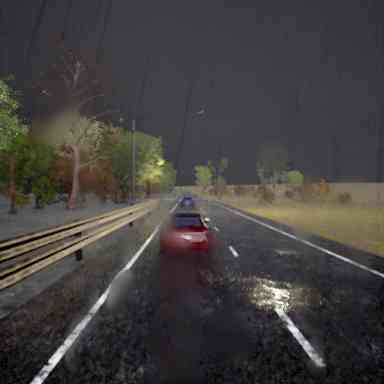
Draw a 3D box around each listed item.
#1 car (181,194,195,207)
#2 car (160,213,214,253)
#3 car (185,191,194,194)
[{"bbox_3d":[-0.681,1.454,48.265,1.812,1.442,4.674,0,0,-1],"label":"car"},{"bbox_3d":[-0.204,1.546,13.541,1.994,1.385,4.181,0,0,-1],"label":"car"},{"bbox_3d":[-1.102,1.201,79.201,2.097,1.767,4.553,0,0,-1],"label":"car"}]
